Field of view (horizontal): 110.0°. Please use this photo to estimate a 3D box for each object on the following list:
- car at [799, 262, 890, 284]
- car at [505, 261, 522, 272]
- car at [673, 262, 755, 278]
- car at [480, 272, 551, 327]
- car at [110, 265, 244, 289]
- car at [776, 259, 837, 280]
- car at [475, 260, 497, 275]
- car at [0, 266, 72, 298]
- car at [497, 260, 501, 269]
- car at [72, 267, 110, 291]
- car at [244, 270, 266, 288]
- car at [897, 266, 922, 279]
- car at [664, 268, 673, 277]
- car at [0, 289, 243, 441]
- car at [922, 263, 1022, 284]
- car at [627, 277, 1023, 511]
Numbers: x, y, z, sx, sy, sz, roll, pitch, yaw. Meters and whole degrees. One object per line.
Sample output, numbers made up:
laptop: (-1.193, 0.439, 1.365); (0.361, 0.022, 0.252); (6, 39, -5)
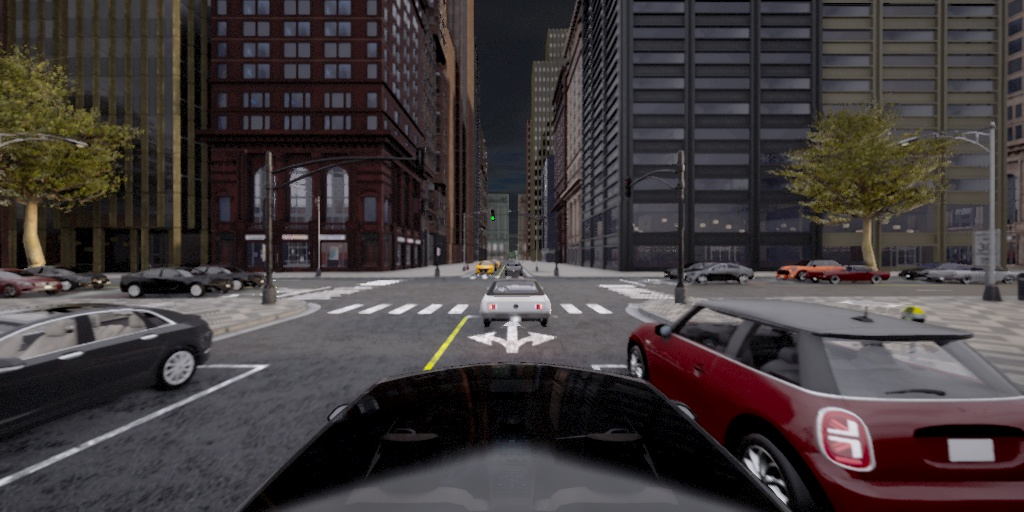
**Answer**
car: (23.903, 1.321, 25.711); (4.718, 1.301, 1.895); (0, 0, 0)
car: (0.162, 1.312, 39.274); (2.128, 1.511, 4.902); (0, 0, 0)
car: (14.634, 1.232, 25.706); (4.902, 1.511, 2.128); (0, 0, -2)
car: (0.103, 1.369, 11.613); (1.895, 1.301, 4.718); (0, 0, 0)
car: (-17.537, 1.321, 18.948); (5.008, 1.535, 1.882); (0, 0, -1)
car: (24.048, 1.061, 28.955); (4.553, 1.767, 2.097); (0, 0, 0)
car: (-3.028, 1.301, 40.583); (1.882, 1.535, 5.008); (0, 0, 0)
car: (-26.817, 1.395, 18.933); (4.674, 1.442, 1.812); (0, 0, 0)
car: (-3.037, 1.337, 49.876); (2.128, 1.511, 4.902); (0, 0, 0)
car: (-27.941, 1.366, 22.179); (4.892, 1.490, 1.837); (0, 0, 0)
car: (-17.951, 1.311, 22.194); (5.008, 1.535, 1.882); (0, 0, 0)
car: (34.657, 1.234, 28.968); (5.357, 1.411, 2.033); (0, 0, 0)
car: (14.851, 1.234, 28.945); (4.892, 1.490, 1.837); (0, 0, 0)
car: (-5.762, 1.304, 4.097); (2.007, 1.370, 4.403); (0, 0, 0)
car: (33.026, 1.302, 25.717); (4.718, 1.301, 1.895); (0, 0, 0)
car: (2.763, 1.193, 4.093); (1.967, 1.591, 4.097); (0, 0, 0)
